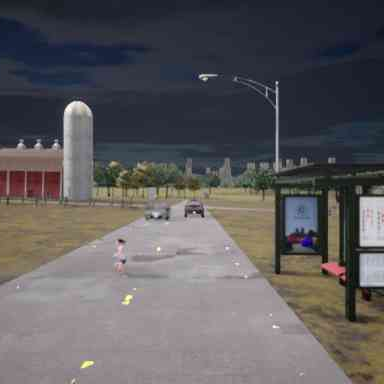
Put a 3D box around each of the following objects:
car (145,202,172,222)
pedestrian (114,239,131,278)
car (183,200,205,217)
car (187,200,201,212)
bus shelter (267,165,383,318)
[{"bbox_3d":[-2.731,1.587,27.763,2.128,1.511,4.902,0,0,0],"label":"car"},{"bbox_3d":[-1.817,1.687,8.729,0.500,1.100,0.500,0,0,-15],"label":"pedestrian"},{"bbox_3d":[0.229,1.633,32.892,1.837,1.490,4.892,0,0,0],"label":"car"},{"bbox_3d":[0.262,1.759,44.140,1.812,1.442,4.674,0,-1,0],"label":"car"},{"bbox_3d":[3.158,0.885,7.864,1.920,2.740,3.880,0,0,0],"label":"bus shelter"}]
